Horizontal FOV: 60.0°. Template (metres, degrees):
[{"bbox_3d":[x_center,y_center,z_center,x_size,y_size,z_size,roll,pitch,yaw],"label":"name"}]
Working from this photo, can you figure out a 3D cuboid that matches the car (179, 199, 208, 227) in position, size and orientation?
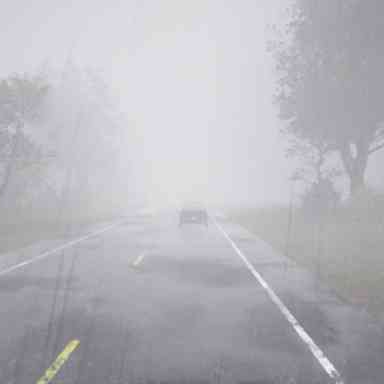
[{"bbox_3d":[0.098,1.467,22.896,1.882,1.535,5.008,0,0,0],"label":"car"}]
